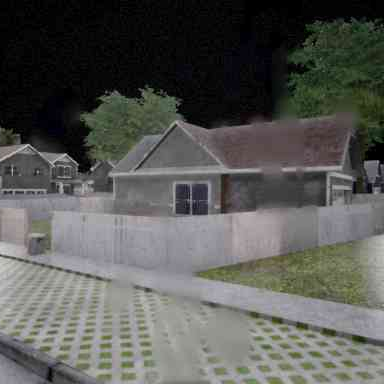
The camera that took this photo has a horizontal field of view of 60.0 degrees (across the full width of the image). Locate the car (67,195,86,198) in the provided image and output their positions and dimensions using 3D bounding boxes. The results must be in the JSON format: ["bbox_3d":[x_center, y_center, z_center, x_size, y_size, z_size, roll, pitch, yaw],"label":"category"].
[{"bbox_3d":[-12.766,1.165,36.193,1.837,1.490,4.892,1,1,34],"label":"car"}]
